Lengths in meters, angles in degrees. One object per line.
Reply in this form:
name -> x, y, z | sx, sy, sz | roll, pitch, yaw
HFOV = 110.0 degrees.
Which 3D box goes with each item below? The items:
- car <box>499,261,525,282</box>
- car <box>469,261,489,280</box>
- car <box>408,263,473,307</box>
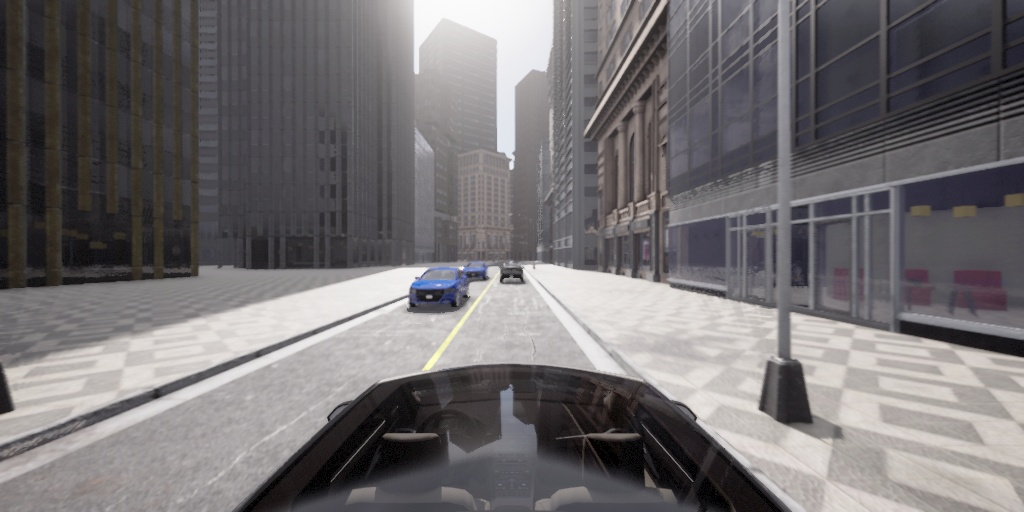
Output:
car -> -0.001, 1.246, 28.820 | 1.837, 1.490, 4.892 | 0, 0, 1
car -> -3.054, 1.225, 30.910 | 1.882, 1.535, 5.008 | 0, 0, 0
car -> -3.025, 1.228, 15.591 | 1.882, 1.535, 5.008 | 0, 0, 0
